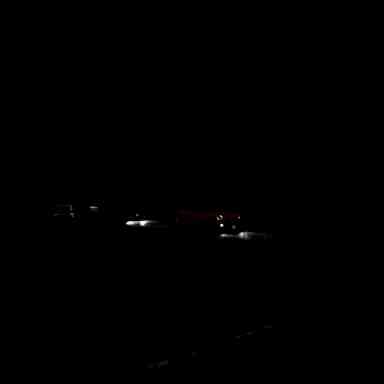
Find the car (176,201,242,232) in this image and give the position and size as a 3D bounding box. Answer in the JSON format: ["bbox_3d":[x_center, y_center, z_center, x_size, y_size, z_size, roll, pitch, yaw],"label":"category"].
[{"bbox_3d":[1.010,1.497,21.189,2.097,1.767,4.553,1,-1,-40],"label":"car"}]

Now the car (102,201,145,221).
[{"bbox_3d":[-5.871,1.780,29.336,1.994,1.385,4.181,1,-1,-40],"label":"car"}]

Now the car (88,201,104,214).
[{"bbox_3d":[-10.639,1.821,39.525,1.837,1.490,4.892,1,-1,-40],"label":"car"}]

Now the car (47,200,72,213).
[{"bbox_3d":[-16.876,1.818,42.377,1.882,1.535,5.008,1,-1,-40],"label":"car"}]
